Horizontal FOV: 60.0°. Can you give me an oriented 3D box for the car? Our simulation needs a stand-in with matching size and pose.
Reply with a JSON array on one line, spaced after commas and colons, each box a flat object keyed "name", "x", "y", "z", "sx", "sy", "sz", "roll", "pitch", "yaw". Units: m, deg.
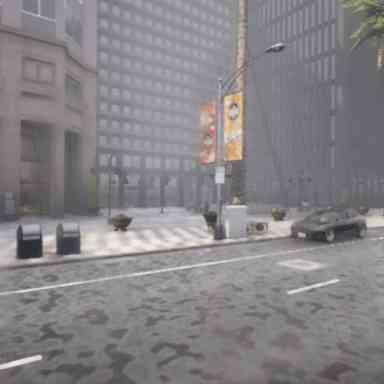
[{"name": "car", "x": 7.162, "y": 1.661, "z": 17.201, "sx": 4.786, "sy": 1.482, "sz": 2.161, "roll": 1, "pitch": 0, "yaw": -36}]
